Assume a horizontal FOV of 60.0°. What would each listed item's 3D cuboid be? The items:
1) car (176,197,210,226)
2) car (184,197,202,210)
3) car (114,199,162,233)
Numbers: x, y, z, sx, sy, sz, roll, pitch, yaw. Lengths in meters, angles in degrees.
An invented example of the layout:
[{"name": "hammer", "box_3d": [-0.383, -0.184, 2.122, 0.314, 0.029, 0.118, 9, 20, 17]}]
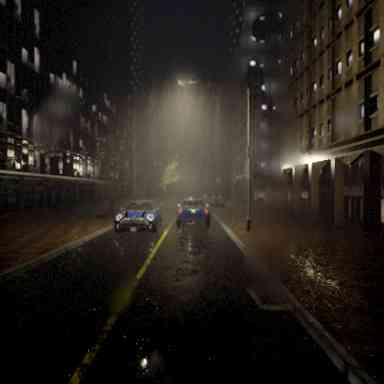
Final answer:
[{"name": "car", "box_3d": [0.088, 1.211, 22.229, 2.097, 1.767, 4.553, 0, 0, 0]}, {"name": "car", "box_3d": [0.082, 1.308, 40.335, 2.033, 1.411, 5.357, 0, 0, 0]}, {"name": "car", "box_3d": [-2.859, 1.236, 18.499, 2.097, 1.767, 4.553, 0, 0, 0]}]
